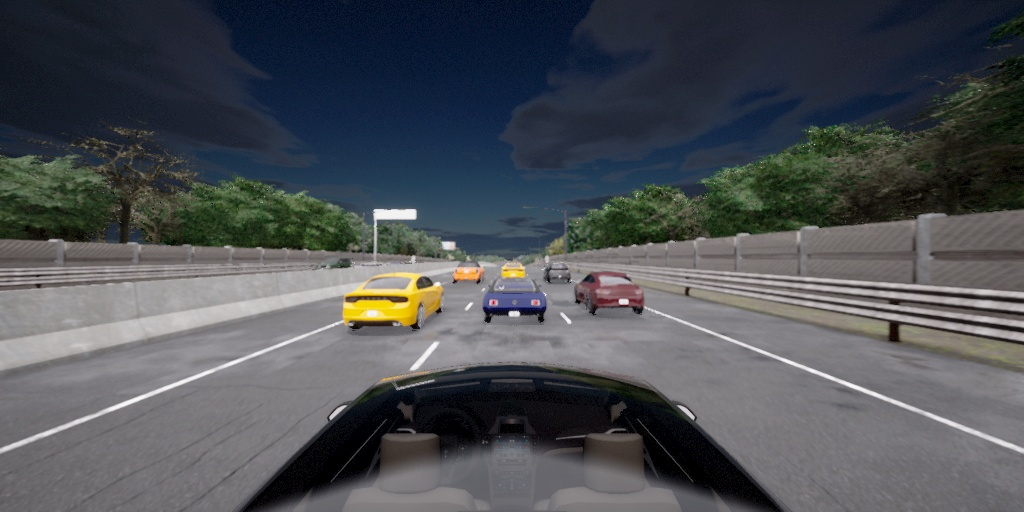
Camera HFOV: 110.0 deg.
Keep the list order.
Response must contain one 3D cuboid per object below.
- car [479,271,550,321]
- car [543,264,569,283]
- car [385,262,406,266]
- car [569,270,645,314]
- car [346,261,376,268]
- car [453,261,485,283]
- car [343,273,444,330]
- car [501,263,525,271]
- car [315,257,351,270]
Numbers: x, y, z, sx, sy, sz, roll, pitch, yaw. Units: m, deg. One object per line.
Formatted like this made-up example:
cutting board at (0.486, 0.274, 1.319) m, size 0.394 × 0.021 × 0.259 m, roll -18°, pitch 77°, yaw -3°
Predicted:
car at (0.087, 1.384, 12.521) m, size 1.895 × 1.301 × 4.718 m, roll 0°, pitch 0°, yaw 0°
car at (3.600, 1.355, 29.239) m, size 2.128 × 1.511 × 4.902 m, roll 0°, pitch 0°, yaw 0°
car at (-14.068, 1.444, 43.415) m, size 2.128 × 1.511 × 4.902 m, roll 0°, pitch 0°, yaw 0°
car at (3.590, 1.314, 13.793) m, size 1.812 × 1.442 × 4.674 m, roll 0°, pitch 0°, yaw 0°
car at (-17.569, 1.551, 43.048) m, size 1.895 × 1.301 × 4.718 m, roll 0°, pitch 0°, yaw 0°
car at (-3.401, 1.215, 29.030) m, size 2.097 × 1.767 × 4.553 m, roll 0°, pitch 0°, yaw 0°
car at (-3.420, 1.257, 11.282) m, size 1.882 × 1.535 × 5.008 m, roll 0°, pitch 0°, yaw 0°
car at (0.105, 1.351, 30.820) m, size 1.882 × 1.535 × 5.008 m, roll 0°, pitch 0°, yaw 0°
car at (-21.068, 1.170, 42.728) m, size 2.150 × 2.045 × 5.566 m, roll 0°, pitch 0°, yaw 0°
